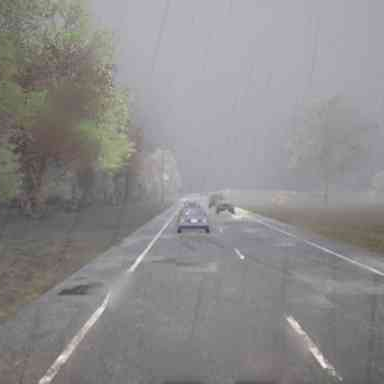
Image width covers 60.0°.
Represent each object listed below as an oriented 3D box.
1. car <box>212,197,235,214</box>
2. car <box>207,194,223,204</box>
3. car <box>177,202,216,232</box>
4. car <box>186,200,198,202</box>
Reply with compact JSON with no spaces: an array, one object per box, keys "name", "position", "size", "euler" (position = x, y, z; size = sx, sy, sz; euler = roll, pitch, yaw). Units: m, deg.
[{"name":"car","position":[3.443,1.558,35.639],"size":[1.837,1.490,4.892],"euler":[0,0,0]},{"name":"car","position":[3.434,1.292,47.519],"size":[2.150,2.045,5.566],"euler":[0,0,0]},{"name":"car","position":[0.064,1.582,20.114],"size":[2.033,1.411,5.357],"euler":[0,0,0]},{"name":"car","position":[0.028,1.668,44.307],"size":[1.895,1.301,4.718],"euler":[0,0,0]}]
